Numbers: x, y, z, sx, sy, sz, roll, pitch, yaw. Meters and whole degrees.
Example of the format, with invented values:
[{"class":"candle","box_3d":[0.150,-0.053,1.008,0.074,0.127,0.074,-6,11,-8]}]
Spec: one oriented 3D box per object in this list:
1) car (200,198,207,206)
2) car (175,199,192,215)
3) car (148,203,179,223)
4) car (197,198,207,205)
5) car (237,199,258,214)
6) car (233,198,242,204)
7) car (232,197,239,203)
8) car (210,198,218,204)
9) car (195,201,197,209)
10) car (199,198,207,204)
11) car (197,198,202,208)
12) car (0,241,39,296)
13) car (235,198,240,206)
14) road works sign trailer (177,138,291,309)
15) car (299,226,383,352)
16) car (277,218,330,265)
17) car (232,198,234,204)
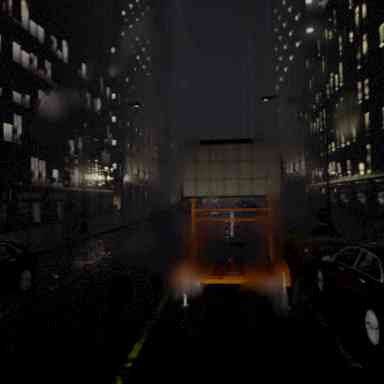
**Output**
[{"class":"car","box_3d":[1.282,1.986,68.845,2.192,1.841,5.009,-1,0,6]},{"class":"car","box_3d":[-1.510,1.901,40.605,1.967,1.590,4.097,-1,-1,6]},{"class":"car","box_3d":[-2.627,1.913,29.307,1.887,1.381,4.507,-1,-1,6]},{"class":"car","box_3d":[2.400,2.187,80.139,1.967,1.590,4.097,-1,0,6]},{"class":"car","box_3d":[6.828,1.855,39.768,1.947,1.339,4.313,-1,-1,6]},{"class":"car","box_3d":[10.738,2.141,79.297,1.947,1.339,4.313,-1,0,6]},{"class":"car","box_3d":[11.854,2.192,90.592,1.887,1.381,4.507,-1,0,6]},{"class":"car","box_3d":[5.691,2.258,86.155,1.812,1.442,4.674,-1,-1,6]},{"class":"car","box_3d":[-0.953,1.820,46.254,2.192,1.841,5.009,-1,-1,6]},{"class":"car","box_3d":[2.943,2.307,85.618,1.752,1.417,4.829,-1,0,6]},{"class":"car","box_3d":[0.167,2.172,57.546,1.802,1.307,4.206,-1,0,6]},{"class":"car","box_3d":[-4.862,1.722,6.714,2.008,1.369,4.403,-1,-1,6]},{"class":"car","box_3d":[7.945,1.959,51.061,1.802,1.307,4.206,-1,0,6]},{"class":"road works sign trailer","box_3d":[0.960,0.537,8.062,2.380,3.560,2.880,-1,-1,6]},{"class":"car","box_3d":[3.475,1.551,5.884,2.008,1.369,4.403,-1,-1,6]},{"class":"car","box_3d":[4.051,1.578,11.702,1.752,1.417,4.829,-1,-1,6]},{"class":"car","box_3d":[9.637,2.026,68.172,1.752,1.417,4.829,-1,0,6]}]
